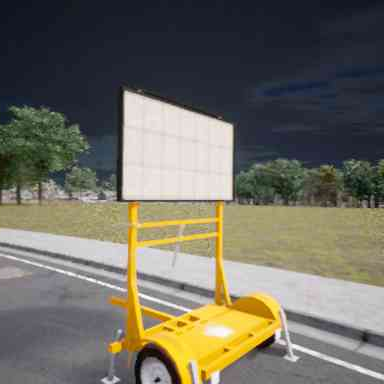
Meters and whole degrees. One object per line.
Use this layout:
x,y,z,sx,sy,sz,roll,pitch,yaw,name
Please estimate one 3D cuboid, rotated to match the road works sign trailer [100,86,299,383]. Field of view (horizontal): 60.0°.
-0.263,0.539,4.794,2.880,3.560,2.380,0,-1,40,road works sign trailer
